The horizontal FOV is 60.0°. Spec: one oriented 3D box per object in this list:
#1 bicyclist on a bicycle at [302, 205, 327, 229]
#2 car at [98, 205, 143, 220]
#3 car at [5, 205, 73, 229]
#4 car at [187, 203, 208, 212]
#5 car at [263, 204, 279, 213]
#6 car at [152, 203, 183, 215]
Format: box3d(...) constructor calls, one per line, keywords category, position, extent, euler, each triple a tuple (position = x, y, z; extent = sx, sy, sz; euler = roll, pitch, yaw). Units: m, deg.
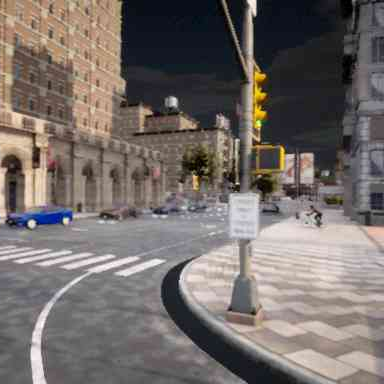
box3d(category="bicyclist on a bicycle", position=(8.543, 1.740, 23.236), extent=(1.656, 1.620, 0.582), euler=(0, -1, 23))
box3d(category="car", position=(-6.899, 1.950, 32.892), extent=(2.033, 1.411, 5.357), euler=(0, -1, 23))
box3d(category="car", position=(-10.759, 1.704, 23.766), extent=(1.882, 1.535, 5.008), euler=(0, -1, 23))
box3d(category="car", position=(0.892, 2.359, 51.370), extent=(1.895, 1.301, 4.718), euler=(0, -1, 23))
box3d(category="car", position=(11.934, 2.432, 50.215), extent=(1.994, 1.385, 4.181), euler=(0, -1, 22))
box3d(category="car", position=(-2.979, 2.128, 42.164), extent=(2.033, 1.411, 5.357), euler=(0, -1, 23))
